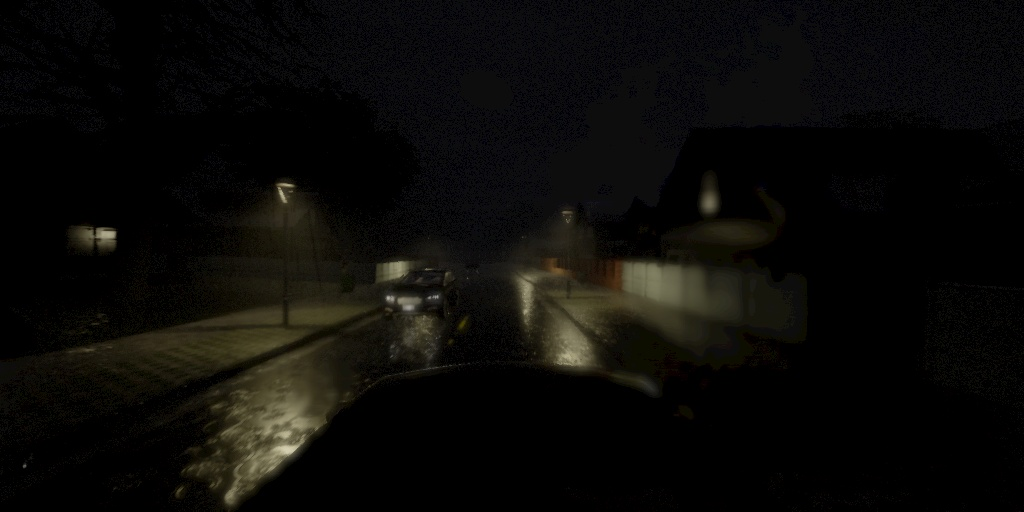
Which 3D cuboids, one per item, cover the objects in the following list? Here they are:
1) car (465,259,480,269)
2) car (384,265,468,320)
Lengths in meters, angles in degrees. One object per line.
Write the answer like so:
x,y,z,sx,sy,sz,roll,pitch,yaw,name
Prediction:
-5.868,1.140,53.137,1.837,1.490,4.892,0,0,-7,car
-2.956,1.235,12.657,2.128,1.511,4.902,0,0,-1,car
